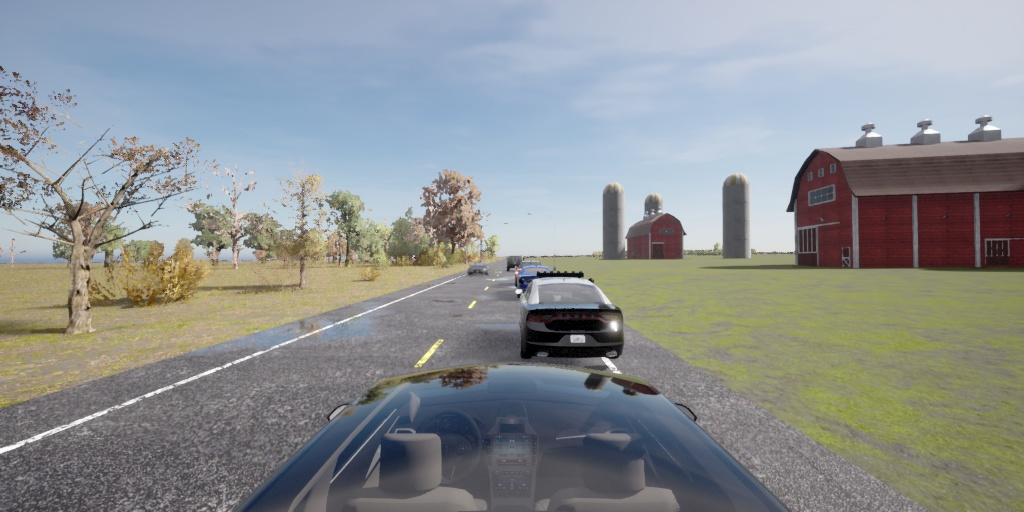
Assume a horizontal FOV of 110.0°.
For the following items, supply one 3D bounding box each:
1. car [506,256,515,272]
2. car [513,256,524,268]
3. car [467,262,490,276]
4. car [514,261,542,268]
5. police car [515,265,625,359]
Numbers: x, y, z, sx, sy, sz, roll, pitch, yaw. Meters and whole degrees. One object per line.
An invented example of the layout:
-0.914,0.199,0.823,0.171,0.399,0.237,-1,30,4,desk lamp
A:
0.431,0.962,47.358,2.150,2.045,5.566,0,0,1,car
1.254,1.100,24.416,2.097,1.767,4.553,0,0,0,car
-3.295,1.309,35.981,1.994,1.385,4.181,0,0,0,car
1.204,1.228,18.446,1.882,1.535,5.008,0,0,0,car
1.119,1.176,8.556,1.930,1.638,5.238,0,0,0,police car
